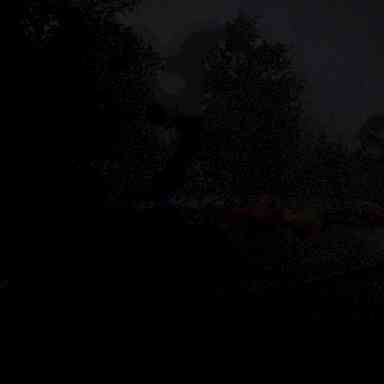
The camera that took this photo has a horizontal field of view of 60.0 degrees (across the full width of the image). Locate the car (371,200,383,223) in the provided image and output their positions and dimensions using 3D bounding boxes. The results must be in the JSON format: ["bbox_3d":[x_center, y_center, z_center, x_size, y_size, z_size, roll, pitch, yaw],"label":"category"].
[{"bbox_3d":[11.775,1.393,24.600,5.008,1.535,2.097,-1,0,34],"label":"car"}]

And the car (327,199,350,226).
[{"bbox_3d":[6.987,1.421,21.095,4.892,1.521,2.231,-1,0,34],"label":"car"}]

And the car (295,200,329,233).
[{"bbox_3d":[4.734,1.428,19.260,5.366,1.575,1.946,-1,-1,34],"label":"car"}]

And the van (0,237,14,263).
[{"bbox_3d":[-7.426,1.276,10.646,4.442,1.987,1.878,-1,-1,34],"label":"van"}]

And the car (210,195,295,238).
[{"bbox_3d":[2.137,1.197,17.640,5.566,2.045,2.435,-1,0,34],"label":"car"}]

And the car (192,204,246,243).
[{"bbox_3d":[-0.228,1.491,15.881,4.792,1.488,2.163,-1,-1,34],"label":"car"}]

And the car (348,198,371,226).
[{"bbox_3d":[9.405,1.281,22.832,4.553,1.767,2.185,-1,0,34],"label":"car"}]

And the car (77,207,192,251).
[{"bbox_3d":[-2.703,1.506,14.178,4.792,1.488,2.163,-1,0,34],"label":"car"}]
